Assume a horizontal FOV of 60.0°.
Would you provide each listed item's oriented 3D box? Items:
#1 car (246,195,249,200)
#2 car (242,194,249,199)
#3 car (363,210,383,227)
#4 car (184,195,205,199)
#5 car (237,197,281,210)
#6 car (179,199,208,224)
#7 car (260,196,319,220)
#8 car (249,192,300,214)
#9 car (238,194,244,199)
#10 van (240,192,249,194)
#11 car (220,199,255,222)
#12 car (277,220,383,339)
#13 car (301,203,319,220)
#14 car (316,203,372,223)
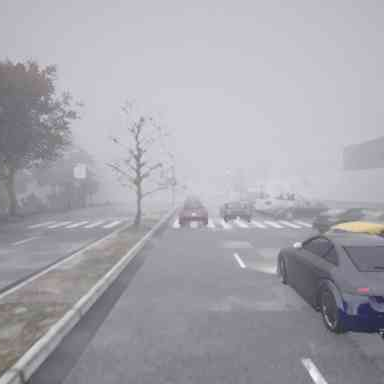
[{"bbox_3d":[8.086,1.310,31.181,5.008,1.535,2.097,1,0,-20],"label":"car"},{"bbox_3d":[8.075,1.305,34.167,4.892,1.521,2.231,1,0,-20],"label":"car"},{"bbox_3d":[8.100,1.448,10.322,4.792,1.488,2.163,1,0,-20],"label":"car"},{"bbox_3d":[0.112,1.157,40.339,2.097,1.767,4.553,0,0,0],"label":"car"},{"bbox_3d":[8.109,1.326,40.144,4.792,1.488,2.163,1,0,-20],"label":"car"},{"bbox_3d":[0.107,1.408,23.437,1.994,1.385,4.181,0,0,0],"label":"car"},{"bbox_3d":[8.089,1.331,25.215,4.892,1.521,2.231,1,1,-20],"label":"car"},{"bbox_3d":[8.109,1.067,28.216,5.566,2.045,2.435,1,0,-20],"label":"car"},{"bbox_3d":[8.256,1.299,37.214,5.366,1.575,1.946,1,0,-20],"label":"car"},{"bbox_3d":[7.979,1.066,43.070,4.442,1.987,1.878,1,0,-20],"label":"van"},{"bbox_3d":[3.109,1.441,24.587,1.895,1.301,4.718,0,0,0],"label":"car"},{"bbox_3d":[3.102,1.518,6.667,1.994,1.385,4.181,0,0,0],"label":"car"},{"bbox_3d":[8.072,1.415,16.275,4.674,1.452,2.002,1,0,-20],"label":"car"},{"bbox_3d":[7.902,1.390,13.226,5.366,1.575,1.946,1,1,-20],"label":"car"}]
